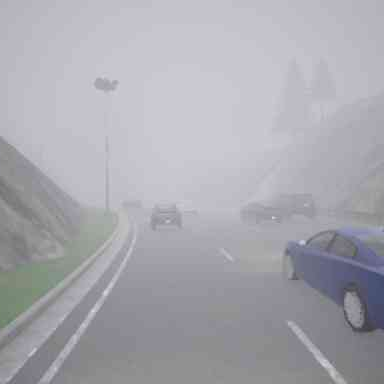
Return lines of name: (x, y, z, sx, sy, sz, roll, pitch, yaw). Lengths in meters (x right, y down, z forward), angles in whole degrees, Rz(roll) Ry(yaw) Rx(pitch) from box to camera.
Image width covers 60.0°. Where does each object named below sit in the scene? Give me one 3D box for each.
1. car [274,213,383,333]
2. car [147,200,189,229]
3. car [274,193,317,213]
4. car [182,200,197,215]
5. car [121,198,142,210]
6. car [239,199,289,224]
car: (3.416, 1.433, 6.757, 1.882, 1.535, 5.008, 0, 0, -3)
car: (-1.807, 1.508, 21.617, 2.128, 1.511, 4.902, -1, 0, -10)
car: (7.899, 1.115, 27.135, 2.150, 2.045, 5.566, 0, 0, -12)
car: (-0.782, 1.526, 33.520, 1.812, 1.442, 4.674, 0, 0, -15)
car: (-8.114, 1.566, 44.329, 1.882, 1.535, 5.008, 0, 0, -23)
car: (4.874, 1.437, 24.106, 1.837, 1.490, 4.892, 0, 0, -11)
